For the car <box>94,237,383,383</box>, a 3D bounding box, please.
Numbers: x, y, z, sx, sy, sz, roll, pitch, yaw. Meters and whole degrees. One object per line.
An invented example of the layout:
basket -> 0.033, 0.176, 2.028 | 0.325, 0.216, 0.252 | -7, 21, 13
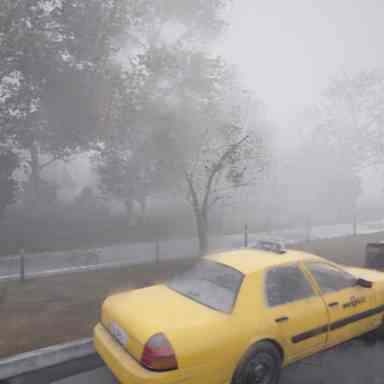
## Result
car -> 1.364, 1.505, 4.996 | 5.366, 1.575, 1.946 | 0, 0, -33
